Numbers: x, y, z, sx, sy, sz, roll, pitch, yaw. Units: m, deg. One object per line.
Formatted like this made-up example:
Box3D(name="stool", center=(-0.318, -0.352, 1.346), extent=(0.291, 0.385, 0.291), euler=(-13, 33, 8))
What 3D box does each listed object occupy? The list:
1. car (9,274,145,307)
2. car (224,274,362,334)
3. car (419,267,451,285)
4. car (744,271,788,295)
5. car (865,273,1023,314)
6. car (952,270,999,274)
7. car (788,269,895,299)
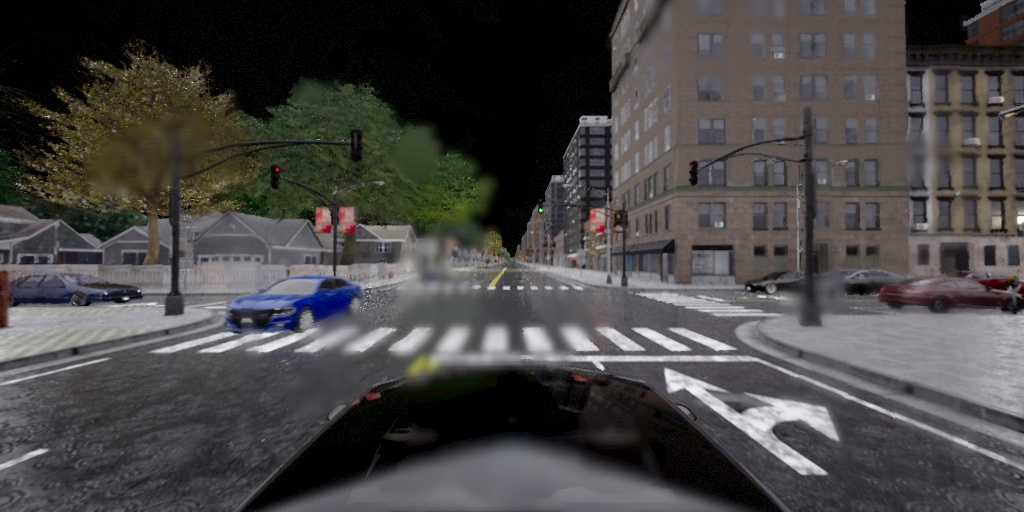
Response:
Box3D(name="car", center=(-19.622, 1.483, 15.758), extent=(5.357, 1.411, 2.033), euler=(0, -1, 0))
Box3D(name="car", center=(-6.497, 1.361, 11.322), extent=(1.882, 1.535, 5.008), euler=(0, -1, 0))
Box3D(name="car", center=(-6.498, 1.675, 30.902), extent=(2.033, 1.411, 5.357), euler=(0, 0, 0))
Box3D(name="car", center=(16.384, 1.573, 21.508), extent=(4.313, 1.339, 1.948), euler=(0, 0, 0))
Box3D(name="car", center=(16.387, 1.444, 13.484), extent=(4.207, 1.307, 1.802), euler=(0, 0, 0))
Box3D(name="car", center=(27.421, 1.548, 21.509), extent=(4.507, 1.381, 1.888), euler=(0, 0, 0))
Box3D(name="car", center=(18.015, 1.452, 18.983), extent=(4.902, 1.511, 2.128), euler=(0, -1, 0))
